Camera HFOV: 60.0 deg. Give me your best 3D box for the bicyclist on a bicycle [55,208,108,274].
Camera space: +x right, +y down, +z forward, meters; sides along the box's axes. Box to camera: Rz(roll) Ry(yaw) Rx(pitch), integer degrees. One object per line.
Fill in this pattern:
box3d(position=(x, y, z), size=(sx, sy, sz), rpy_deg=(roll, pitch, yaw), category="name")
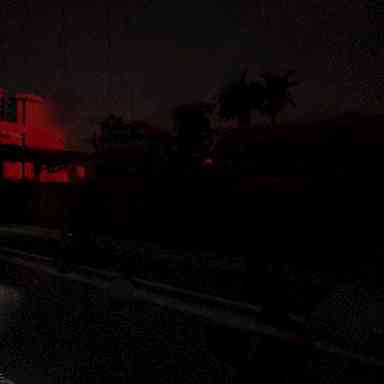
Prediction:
box3d(position=(-2.930, 1.222, 8.834), size=(0.582, 1.620, 1.656), rpy_deg=(1, 9, 36), category="bicyclist on a bicycle")
